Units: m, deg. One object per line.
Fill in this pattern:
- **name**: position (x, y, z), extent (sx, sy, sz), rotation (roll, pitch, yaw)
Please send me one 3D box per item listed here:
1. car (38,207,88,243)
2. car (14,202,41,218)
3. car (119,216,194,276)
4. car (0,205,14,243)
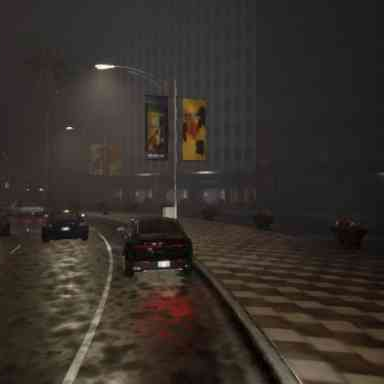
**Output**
- **car**: position (-6.215, 1.567, 16.278), extent (1.994, 1.385, 4.181), rotation (0, 0, -22)
- **car**: position (-15.366, 1.602, 30.516), extent (1.895, 1.301, 4.718), rotation (0, 0, -44)
- **car**: position (-1.230, 1.502, 10.445), extent (1.837, 1.490, 4.892), rotation (0, 0, -13)
- **car**: position (-9.465, 1.524, 14.978), extent (1.812, 1.442, 4.674), rotation (0, 0, -22)
